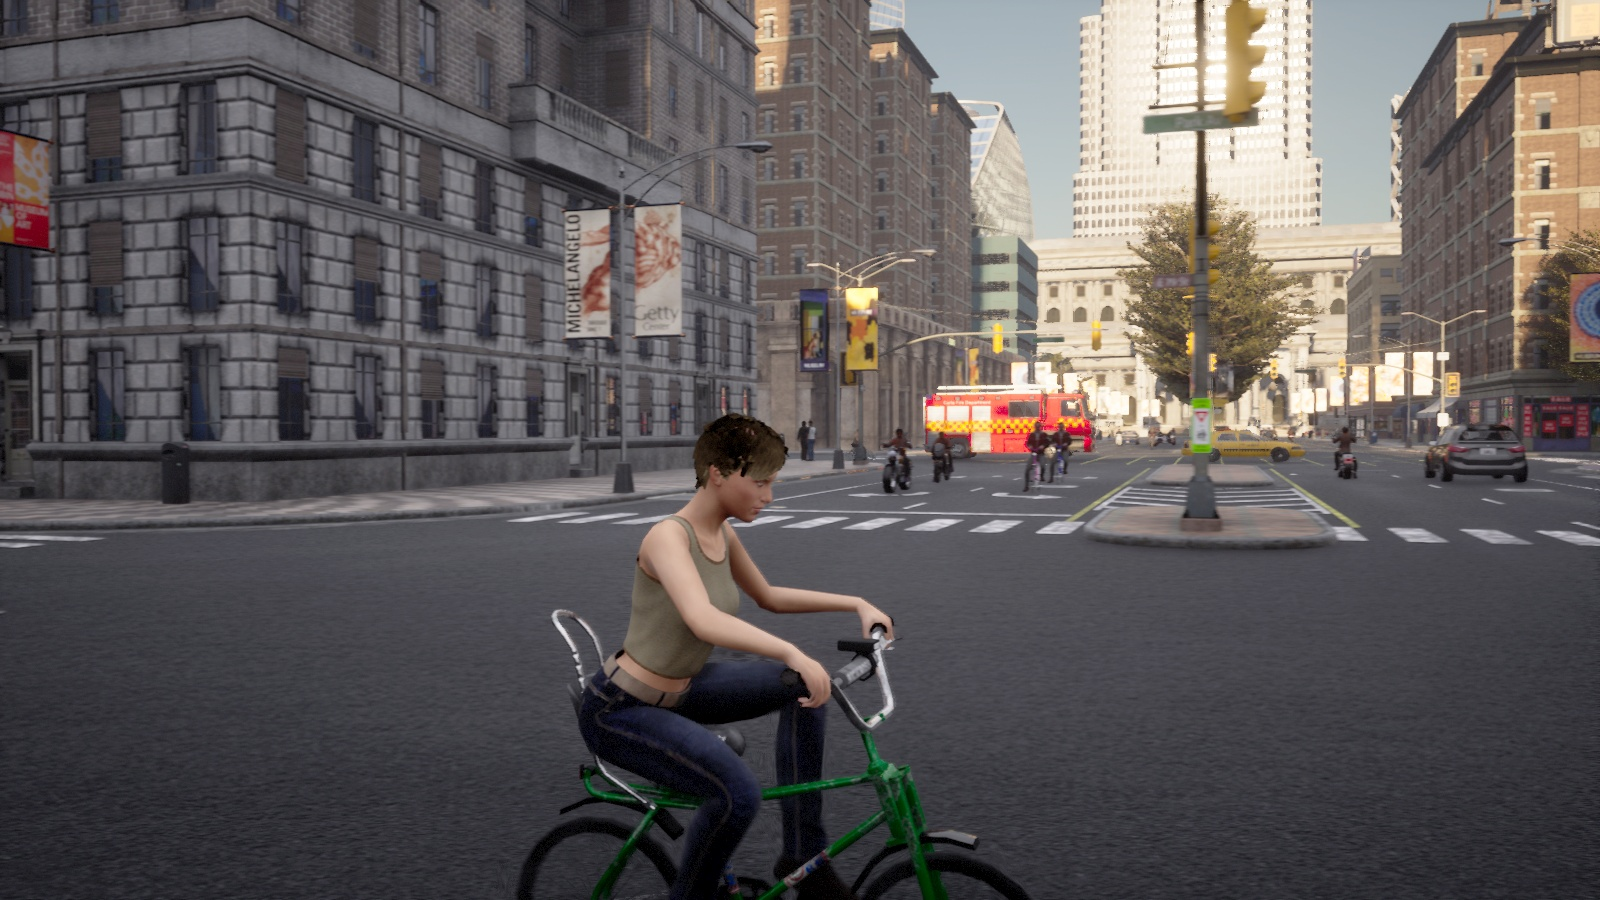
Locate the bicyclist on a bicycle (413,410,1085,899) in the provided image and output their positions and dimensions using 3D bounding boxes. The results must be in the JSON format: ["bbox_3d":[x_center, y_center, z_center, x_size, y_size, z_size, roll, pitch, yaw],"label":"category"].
[{"bbox_3d":[-0.090,0.711,3.227,1.509,1.612,0.866,1,1,19],"label":"bicyclist on a bicycle"}]

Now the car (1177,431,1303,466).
[{"bbox_3d":[20.192,-0.085,57.839,5.366,1.575,1.801,1,1,18],"label":"car"}]

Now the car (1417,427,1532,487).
[{"bbox_3d":[20.027,0.146,37.500,2.242,1.667,4.611,1,1,18],"label":"car"}]

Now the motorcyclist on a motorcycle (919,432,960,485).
[{"bbox_3d":[4.141,0.229,37.181,0.797,1.523,2.044,1,1,18],"label":"motorcyclist on a motorcycle"}]

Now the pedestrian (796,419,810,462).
[{"bbox_3d":[0.125,-0.438,57.540,0.395,1.930,0.692,1,1,23],"label":"pedestrian"}]

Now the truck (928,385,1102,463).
[{"bbox_3d":[11.027,-1.329,64.438,8.468,3.827,2.891,1,1,18],"label":"truck"}]

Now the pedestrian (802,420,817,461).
[{"bbox_3d":[0.426,-0.428,56.993,0.354,1.836,0.706,0,1,-31],"label":"pedestrian"}]

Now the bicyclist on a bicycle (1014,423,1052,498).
[{"bbox_3d":[5.709,0.227,30.715,0.659,1.776,1.843,1,1,18],"label":"bicyclist on a bicycle"}]

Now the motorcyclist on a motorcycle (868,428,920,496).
[{"bbox_3d":[2.398,0.276,31.853,0.766,1.649,2.350,1,1,18],"label":"motorcyclist on a motorcycle"}]

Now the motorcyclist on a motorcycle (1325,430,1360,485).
[{"bbox_3d":[16.868,0.214,39.097,0.766,1.649,2.350,1,1,18],"label":"motorcyclist on a motorcycle"}]
